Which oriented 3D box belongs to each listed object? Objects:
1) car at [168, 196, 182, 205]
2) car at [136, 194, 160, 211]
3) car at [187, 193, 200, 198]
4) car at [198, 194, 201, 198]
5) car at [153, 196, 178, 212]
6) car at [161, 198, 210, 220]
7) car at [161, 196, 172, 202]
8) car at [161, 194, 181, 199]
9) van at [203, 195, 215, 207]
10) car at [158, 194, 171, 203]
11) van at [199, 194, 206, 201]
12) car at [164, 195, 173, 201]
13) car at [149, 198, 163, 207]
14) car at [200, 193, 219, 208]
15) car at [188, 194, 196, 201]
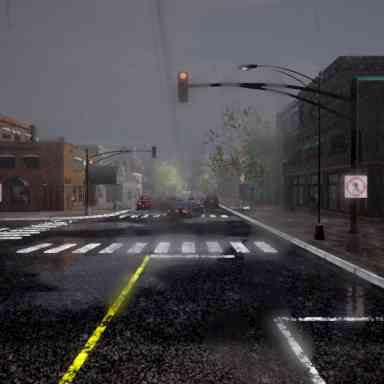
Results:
[{"bbox_3d":[-2.989,1.478,58.827,2.128,1.511,4.902,0,0,0],"label":"car"},{"bbox_3d":[-5.684,1.306,41.445,2.192,1.841,5.009,-1,0,0],"label":"car"},{"bbox_3d":[0.015,1.476,67.431,2.128,1.511,4.902,0,0,0],"label":"car"},{"bbox_3d":[2.703,1.536,63.619,2.008,1.369,4.403,-1,0,0],"label":"car"},{"bbox_3d":[-3.085,1.556,38.897,1.994,1.385,4.181,0,0,0],"label":"car"},{"bbox_3d":[-0.408,1.546,28.399,2.033,1.411,5.357,0,0,18],"label":"car"},{"bbox_3d":[-5.675,1.548,74.709,1.947,1.339,4.313,-1,0,0],"label":"car"},{"bbox_3d":[-3.056,1.467,48.697,1.882,1.535,5.008,0,0,0],"label":"car"},{"bbox_3d":[2.699,1.329,52.531,1.690,1.788,3.998,-1,0,0],"label":"van"},{"bbox_3d":[-5.678,1.299,69.165,2.192,1.841,5.009,-1,0,0],"label":"car"},{"bbox_3d":[2.706,1.320,85.795,1.690,1.788,3.998,-1,0,0],"label":"van"},{"bbox_3d":[-5.674,1.525,80.253,1.887,1.381,4.507,-1,0,0],"label":"car"},{"bbox_3d":[-5.680,1.570,52.533,1.802,1.307,4.206,-1,0,0],"label":"car"},{"bbox_3d":[2.697,1.305,46.987,2.192,1.841,5.009,-1,0,0],"label":"car"},{"bbox_3d":[0.018,1.356,77.847,1.882,1.535,5.008,0,0,0],"label":"car"}]
